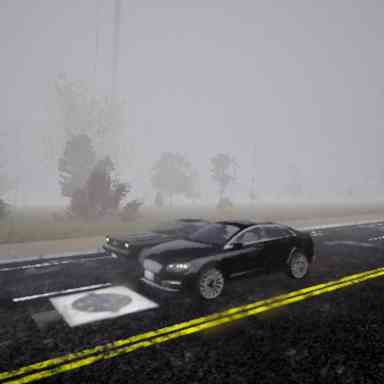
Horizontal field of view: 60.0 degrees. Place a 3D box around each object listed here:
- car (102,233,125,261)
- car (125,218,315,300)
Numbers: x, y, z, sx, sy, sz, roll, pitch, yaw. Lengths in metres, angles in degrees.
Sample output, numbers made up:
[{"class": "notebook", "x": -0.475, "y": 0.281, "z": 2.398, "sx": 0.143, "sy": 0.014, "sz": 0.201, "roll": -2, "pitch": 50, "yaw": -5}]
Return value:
[{"class": "car", "x": -0.520, "y": 1.594, "z": 11.282, "sx": 4.718, "sy": 1.301, "sz": 1.895, "roll": 0, "pitch": 0, "yaw": -35}, {"class": "car", "x": 1.095, "y": 1.483, "z": 8.444, "sx": 4.902, "sy": 1.511, "sz": 2.128, "roll": 0, "pitch": 0, "yaw": -35}]
